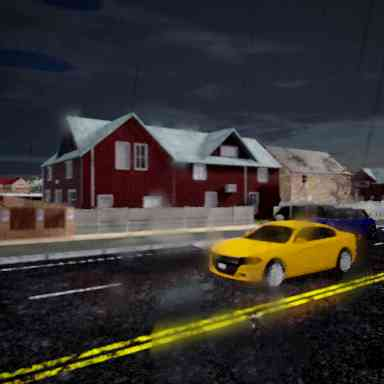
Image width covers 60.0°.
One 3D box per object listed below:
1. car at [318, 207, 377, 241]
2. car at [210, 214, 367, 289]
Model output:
[{"bbox_3d":[7.348,1.581,16.885,4.553,1.767,2.097,1,-1,-35],"label":"car"},{"bbox_3d":[2.782,1.589,9.655,5.008,1.535,1.882,1,-1,-35],"label":"car"}]
